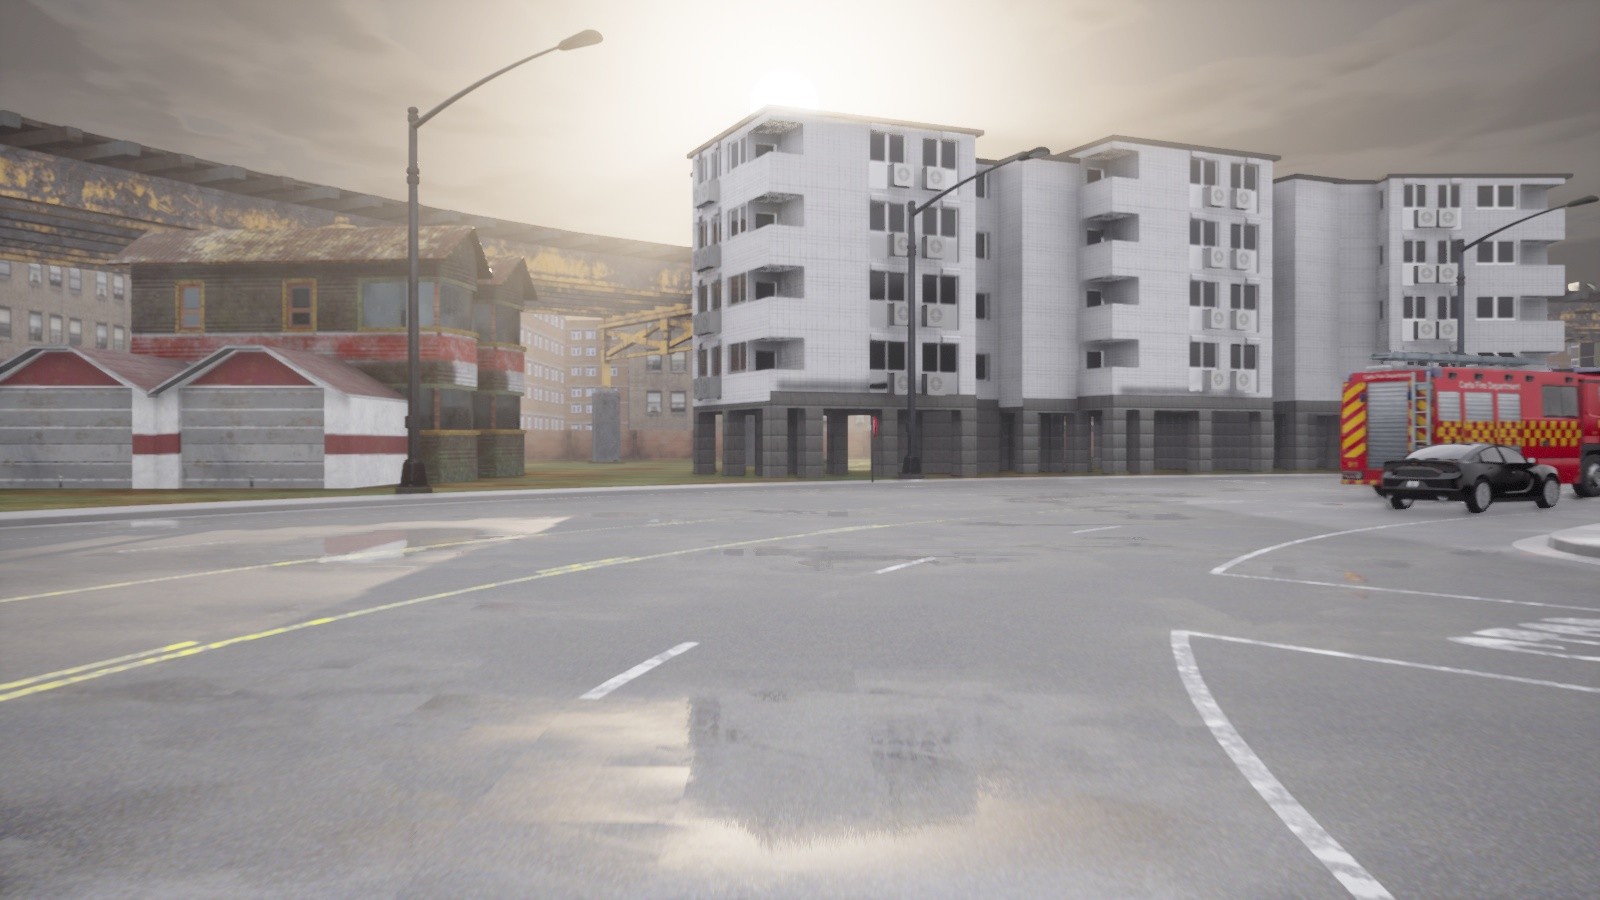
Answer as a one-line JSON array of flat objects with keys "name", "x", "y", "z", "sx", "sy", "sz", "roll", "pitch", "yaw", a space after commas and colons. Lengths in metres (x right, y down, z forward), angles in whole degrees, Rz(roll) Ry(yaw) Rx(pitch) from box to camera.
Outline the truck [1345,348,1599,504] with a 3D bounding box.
[{"name": "truck", "x": 18.888, "y": -0.594, "z": 33.986, "sx": 8.468, "sy": 3.827, "sz": 2.891, "roll": 0, "pitch": 0, "yaw": -27}]

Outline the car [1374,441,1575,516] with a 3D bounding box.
[{"name": "car", "x": 15.048, "y": 0.579, "z": 27.920, "sx": 5.008, "sy": 1.535, "sz": 1.882, "roll": 0, "pitch": 0, "yaw": -35}]
